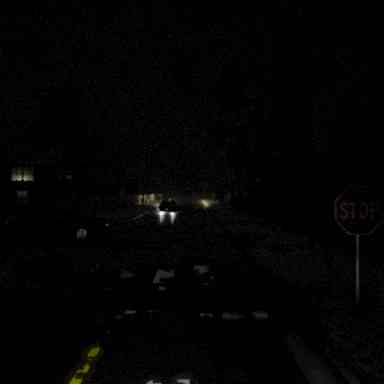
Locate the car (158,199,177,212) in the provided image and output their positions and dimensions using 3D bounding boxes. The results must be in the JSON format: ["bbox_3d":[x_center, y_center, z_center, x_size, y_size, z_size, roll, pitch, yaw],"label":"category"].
[{"bbox_3d":[-2.728,1.476,38.426,2.033,1.411,5.357,0,0,0],"label":"car"}]

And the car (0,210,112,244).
[{"bbox_3d":[-6.539,1.564,15.549,5.357,1.411,2.033,0,0,-18],"label":"car"}]
